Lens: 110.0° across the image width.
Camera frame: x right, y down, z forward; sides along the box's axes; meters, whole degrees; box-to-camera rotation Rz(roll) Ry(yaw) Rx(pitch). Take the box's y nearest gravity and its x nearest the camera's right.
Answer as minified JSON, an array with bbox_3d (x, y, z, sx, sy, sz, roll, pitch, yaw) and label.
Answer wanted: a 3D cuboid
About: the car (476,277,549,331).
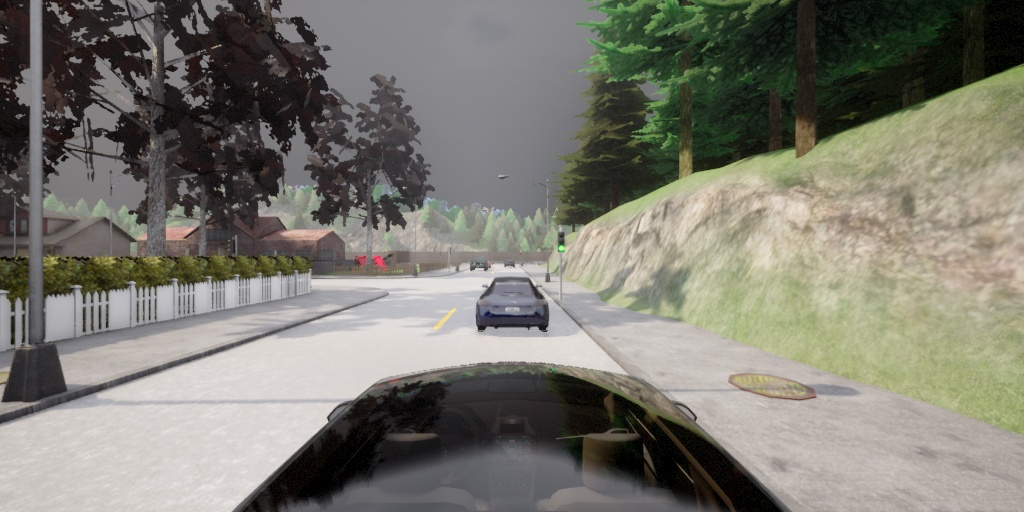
[{"bbox_3d":[0.004,1.320,11.050,1.994,1.385,4.181,0,0,0],"label":"car"}]

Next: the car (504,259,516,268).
[{"bbox_3d":[-0.400,1.292,62.961,1.837,1.490,4.892,0,0,0],"label":"car"}]

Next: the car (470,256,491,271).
[{"bbox_3d":[-4.487,1.001,49.449,2.150,2.045,5.566,0,0,0],"label":"car"}]
